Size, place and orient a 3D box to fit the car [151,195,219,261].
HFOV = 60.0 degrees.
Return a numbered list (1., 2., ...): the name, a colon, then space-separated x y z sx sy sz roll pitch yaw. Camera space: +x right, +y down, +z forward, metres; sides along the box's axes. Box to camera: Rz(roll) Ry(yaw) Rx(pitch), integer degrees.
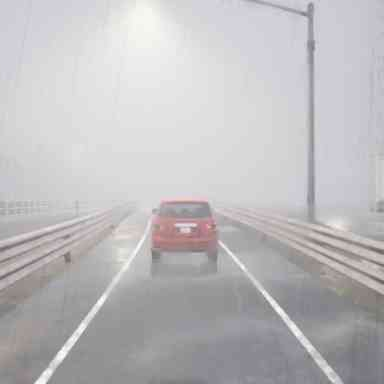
1. car: -0.327 1.220 12.445 2.150 2.045 5.566 0 0 -3
